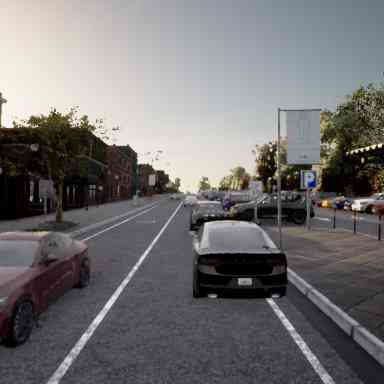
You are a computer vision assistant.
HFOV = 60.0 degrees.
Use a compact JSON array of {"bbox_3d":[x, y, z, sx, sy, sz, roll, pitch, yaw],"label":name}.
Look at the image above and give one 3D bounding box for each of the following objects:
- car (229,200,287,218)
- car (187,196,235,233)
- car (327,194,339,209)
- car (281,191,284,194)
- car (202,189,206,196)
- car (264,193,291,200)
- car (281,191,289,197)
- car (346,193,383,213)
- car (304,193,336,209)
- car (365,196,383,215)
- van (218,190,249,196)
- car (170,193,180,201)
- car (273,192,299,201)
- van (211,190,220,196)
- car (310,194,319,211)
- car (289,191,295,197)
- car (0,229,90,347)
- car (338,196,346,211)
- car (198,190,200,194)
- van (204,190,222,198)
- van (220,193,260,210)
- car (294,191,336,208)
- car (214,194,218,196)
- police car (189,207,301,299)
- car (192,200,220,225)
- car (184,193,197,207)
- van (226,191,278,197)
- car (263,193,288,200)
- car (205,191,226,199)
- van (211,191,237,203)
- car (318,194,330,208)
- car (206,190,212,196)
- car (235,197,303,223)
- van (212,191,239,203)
[{"bbox_3d":[5.649,1.408,28.826,4.674,1.452,2.002,0,0,0],"label":"car"},{"bbox_3d":[0.923,1.284,18.470,2.097,1.767,4.553,0,0,0],"label":"car"},{"bbox_3d":[18.683,1.321,38.023,5.008,1.535,2.097,0,0,0],"label":"car"},{"bbox_3d":[18.623,0.841,60.230,5.566,2.045,2.435,0,1,0],"label":"car"},{"bbox_3d":[5.442,0.704,70.879,5.566,2.045,2.435,0,1,0],"label":"car"},{"bbox_3d":[18.363,0.948,71.334,5.366,1.575,1.946,0,1,0],"label":"car"},{"bbox_3d":[18.792,1.125,57.458,5.366,1.575,1.946,0,1,0],"label":"car"},{"bbox_3d":[18.682,1.100,32.470,5.566,2.045,2.435,0,0,0],"label":"car"},{"bbox_3d":[18.682,1.286,46.355,4.792,1.488,2.163,0,1,0],"label":"car"},{"bbox_3d":[18.728,1.364,29.695,5.008,1.535,2.097,0,0,0],"label":"car"},{"bbox_3d":[5.495,1.100,37.237,4.442,1.987,1.878,0,0,0],"label":"van"},{"bbox_3d":[-3.443,1.002,68.140,2.128,1.511,4.902,0,1,0],"label":"car"},{"bbox_3d":[18.602,0.896,65.784,4.553,1.767,2.185,0,1,0],"label":"car"},{"bbox_3d":[5.669,0.979,51.260,4.442,1.987,1.878,0,1,0],"label":"van"},{"bbox_3d":[18.635,1.314,43.572,4.792,1.488,2.163,0,1,0],"label":"car"},{"bbox_3d":[18.658,0.947,51.904,5.566,2.045,2.435,0,1,0],"label":"car"},{"bbox_3d":[-3.368,1.513,6.421,1.812,1.442,4.674,0,0,0],"label":"car"},{"bbox_3d":[18.694,1.338,35.245,4.892,1.521,2.231,0,0,0],"label":"car"},{"bbox_3d":[-0.167,0.967,59.100,2.097,1.767,4.553,0,1,0],"label":"car"},{"bbox_3d":[5.295,0.551,84.894,4.442,1.987,1.878,0,1,0],"label":"van"},{"bbox_3d":[5.716,1.081,40.040,4.442,1.987,1.878,0,0,0],"label":"van"},{"bbox_3d":[18.613,0.977,49.127,5.566,2.045,2.435,0,1,0],"label":"car"},{"bbox_3d":[5.617,1.318,42.844,4.792,1.488,2.163,0,0,0],"label":"car"},{"bbox_3d":[0.951,1.405,8.598,1.930,1.638,5.238,0,0,0],"label":"police car"},{"bbox_3d":[0.906,1.406,24.508,1.837,1.490,4.892,0,0,0],"label":"car"},{"bbox_3d":[-0.116,1.272,45.685,1.812,1.442,4.674,0,1,0],"label":"car"},{"bbox_3d":[5.752,1.128,31.628,4.442,1.987,1.878,0,0,0],"label":"van"},{"bbox_3d":[18.542,0.917,74.111,4.892,1.521,2.231,0,1,0],"label":"car"},{"bbox_3d":[5.415,0.759,76.486,4.553,1.767,2.185,0,1,0],"label":"car"},{"bbox_3d":[5.634,0.872,59.667,4.442,1.987,1.878,0,1,0],"label":"van"},{"bbox_3d":[18.861,1.300,40.801,5.366,1.575,1.946,0,0,0],"label":"car"},{"bbox_3d":[5.513,0.918,54.059,5.566,2.045,2.435,0,1,0],"label":"car"},{"bbox_3d":[5.473,1.378,26.022,5.366,1.575,1.946,0,0,0],"label":"car"},{"bbox_3d":[5.646,0.908,56.864,4.442,1.987,1.878,0,1,0],"label":"van"}]
